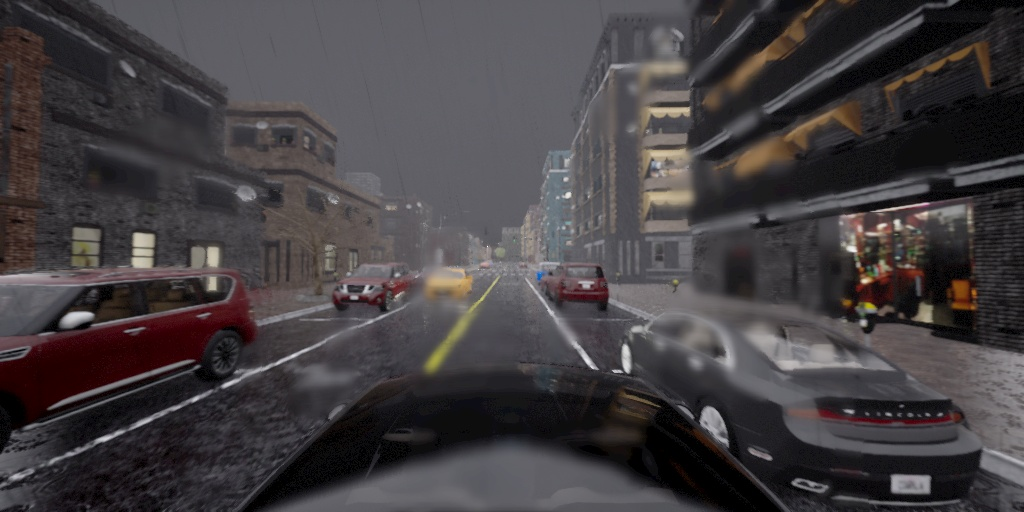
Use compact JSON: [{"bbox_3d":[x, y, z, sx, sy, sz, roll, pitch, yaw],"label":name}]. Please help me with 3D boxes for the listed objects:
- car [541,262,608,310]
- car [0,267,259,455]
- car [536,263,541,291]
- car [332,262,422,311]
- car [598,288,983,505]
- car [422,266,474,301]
[{"bbox_3d":[2.685,1.210,15.419,2.192,1.841,5.009,0,0,0],"label":"car"},{"bbox_3d":[-5.691,1.095,4.608,2.192,1.841,5.009,0,0,0],"label":"car"},{"bbox_3d":[2.682,1.392,20.826,1.967,1.591,4.097,0,0,0],"label":"car"},{"bbox_3d":[-5.696,1.209,15.422,2.192,1.841,5.009,0,0,0],"label":"car"},{"bbox_3d":[2.690,1.331,4.605,2.007,1.370,4.403,0,0,0],"label":"car"},{"bbox_3d":[-3.107,1.406,18.668,1.882,1.535,5.008,0,-1,0],"label":"car"}]
